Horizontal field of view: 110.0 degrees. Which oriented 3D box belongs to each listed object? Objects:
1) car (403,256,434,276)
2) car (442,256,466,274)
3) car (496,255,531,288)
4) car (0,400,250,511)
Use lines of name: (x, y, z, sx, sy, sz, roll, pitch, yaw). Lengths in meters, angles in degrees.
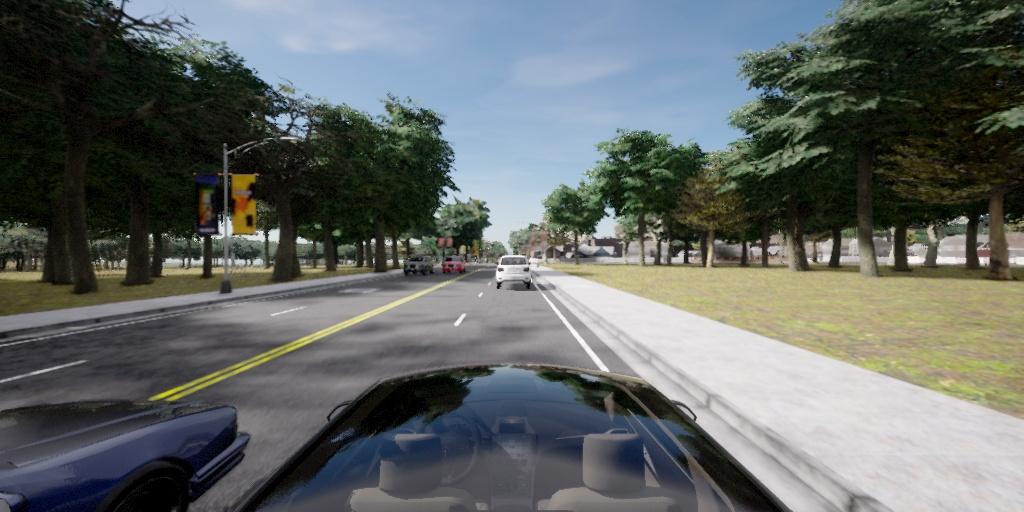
car: (-9.838, 1.009, 38.250, 2.150, 2.045, 5.566, 0, 0, 0)
car: (-6.587, 1.015, 41.402, 2.150, 2.045, 5.566, 0, 0, 0)
car: (0.101, 0.986, 24.015, 2.150, 2.045, 5.566, 0, 0, 0)
car: (-3.150, 1.298, 0.541, 2.033, 1.411, 5.357, 0, 0, 0)
